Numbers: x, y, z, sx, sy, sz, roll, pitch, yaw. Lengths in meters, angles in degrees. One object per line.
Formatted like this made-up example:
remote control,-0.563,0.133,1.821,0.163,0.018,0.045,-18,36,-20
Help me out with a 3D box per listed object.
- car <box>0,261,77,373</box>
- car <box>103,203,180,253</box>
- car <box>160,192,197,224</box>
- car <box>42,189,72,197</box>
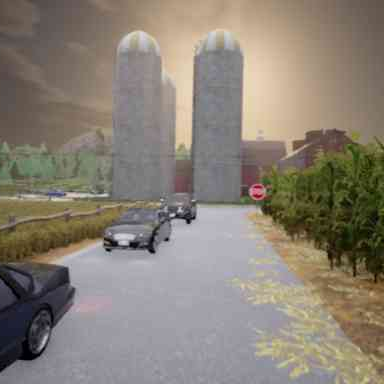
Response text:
car,-3.015,1.473,3.181,2.033,1.411,5.357,1,0,6
car,-1.995,1.397,13.347,2.128,1.511,4.902,1,0,6
car,-0.912,1.064,23.720,2.150,2.045,5.566,1,1,6
car,-29.916,0.191,73.589,4.611,1.667,2.242,1,1,5
